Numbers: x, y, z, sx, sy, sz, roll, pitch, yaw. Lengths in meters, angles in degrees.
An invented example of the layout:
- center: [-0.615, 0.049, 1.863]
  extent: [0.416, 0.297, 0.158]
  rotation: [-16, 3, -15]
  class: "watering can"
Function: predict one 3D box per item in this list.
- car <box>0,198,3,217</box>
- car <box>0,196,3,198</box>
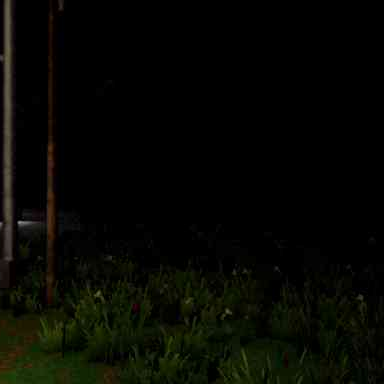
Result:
- center: [-15.272, 1.478, 26.420]
  extent: [1.837, 1.490, 4.892]
  rotation: [0, 0, -29]
  class: "car"
- center: [-26.126, 1.325, 43.682]
  extent: [4.553, 1.767, 2.097]
  rotation: [0, 0, 39]
  class: "car"
